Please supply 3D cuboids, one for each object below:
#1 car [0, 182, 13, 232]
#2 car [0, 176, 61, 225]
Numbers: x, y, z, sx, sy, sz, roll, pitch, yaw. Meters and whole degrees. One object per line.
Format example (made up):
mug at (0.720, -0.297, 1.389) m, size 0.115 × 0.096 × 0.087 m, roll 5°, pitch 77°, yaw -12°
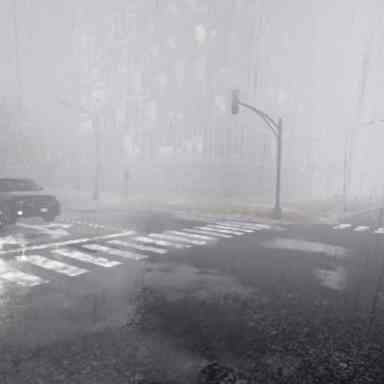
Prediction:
car at (-8.706, 0.545, 11.874) m, size 4.553 × 1.767 × 2.097 m, roll 4°, pitch 3°, yaw 35°
car at (-8.617, 0.268, 15.749) m, size 5.566 × 2.045 × 2.150 m, roll 4°, pitch 3°, yaw 33°
